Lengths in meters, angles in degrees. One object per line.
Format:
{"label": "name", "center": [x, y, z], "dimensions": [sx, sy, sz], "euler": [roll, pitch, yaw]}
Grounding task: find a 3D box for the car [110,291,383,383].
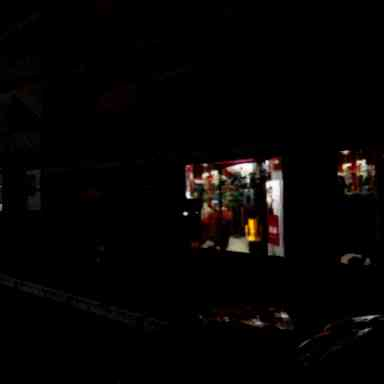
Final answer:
{"label": "car", "center": [1.716, 1.313, 1.483], "dimensions": [5.009, 1.841, 2.192], "euler": [0, -1, 36]}
